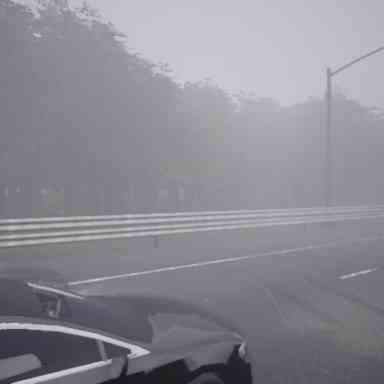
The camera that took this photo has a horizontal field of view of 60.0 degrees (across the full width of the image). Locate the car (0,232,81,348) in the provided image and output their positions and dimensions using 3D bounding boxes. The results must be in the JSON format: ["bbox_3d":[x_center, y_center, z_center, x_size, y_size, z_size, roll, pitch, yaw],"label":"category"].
[{"bbox_3d":[-4.609,1.542,4.758,5.357,1.411,2.033,0,0,-36],"label":"car"}]

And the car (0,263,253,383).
[{"bbox_3d":[-1.628,1.492,2.584,4.902,1.511,2.128,0,0,-36],"label":"car"}]
